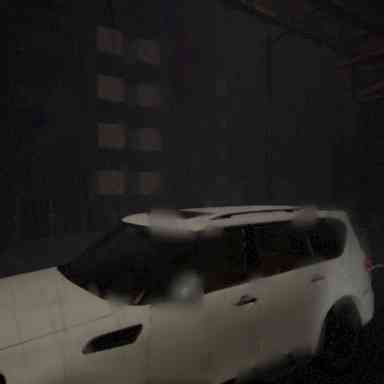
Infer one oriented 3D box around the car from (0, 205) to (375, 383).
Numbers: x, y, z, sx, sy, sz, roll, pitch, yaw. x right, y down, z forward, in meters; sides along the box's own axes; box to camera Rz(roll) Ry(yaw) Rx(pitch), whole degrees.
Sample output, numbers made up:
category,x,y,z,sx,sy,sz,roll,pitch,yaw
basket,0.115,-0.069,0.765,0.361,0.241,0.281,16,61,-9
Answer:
category,x,y,z,sx,sy,sz,roll,pitch,yaw
car,-0.013,1.221,3.990,5.566,2.045,2.150,0,0,-36
